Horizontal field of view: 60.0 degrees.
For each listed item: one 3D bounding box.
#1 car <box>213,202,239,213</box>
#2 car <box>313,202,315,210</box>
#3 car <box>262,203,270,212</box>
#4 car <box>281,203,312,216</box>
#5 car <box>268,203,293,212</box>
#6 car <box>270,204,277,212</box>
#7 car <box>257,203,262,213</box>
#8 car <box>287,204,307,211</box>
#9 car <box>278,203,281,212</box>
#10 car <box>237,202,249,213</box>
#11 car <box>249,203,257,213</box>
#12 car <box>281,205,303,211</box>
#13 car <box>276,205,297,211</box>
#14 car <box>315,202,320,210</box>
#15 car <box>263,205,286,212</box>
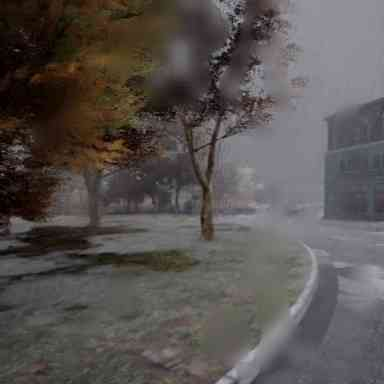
[{"bbox_3d":[5.493,3.087,60.997,4.892,1.521,2.231,0,-2,20],"label":"car"},{"bbox_3d":[28.915,4.040,87.810,5.366,1.575,1.946,0,-1,23],"label":"car"},{"bbox_3d":[13.028,3.530,70.091,5.366,1.575,1.946,0,-2,21],"label":"car"},{"bbox_3d":[17.694,3.025,56.221,2.150,2.045,5.566,0,-2,40],"label":"car"},{"bbox_3d":[21.051,3.609,78.967,5.566,2.045,2.435,0,-1,22],"label":"car"},{"bbox_3d":[15.193,3.380,72.278,5.566,2.045,2.435,0,-2,21],"label":"car"},{"bbox_3d":[11.238,3.301,67.803,4.553,1.767,2.185,0,-2,21],"label":"car"},{"bbox_3d":[27.048,3.878,85.574,4.553,1.767,2.185,0,-1,22],"label":"car"},{"bbox_3d":[17.154,3.592,74.503,4.553,1.767,2.185,0,-2,21],"label":"car"},{"bbox_3d":[7.383,2.948,63.285,5.566,2.045,2.435,0,-2,20],"label":"car"},{"bbox_3d":[9.366,3.062,65.537,5.566,2.045,2.435,0,-2,20],"label":"car"},{"bbox_3d":[25.070,3.963,83.361,5.008,1.535,2.097,0,-1,22],"label":"car"},{"bbox_3d":[23.064,3.918,81.172,4.892,1.521,2.231,0,-2,22],"label":"car"},{"bbox_3d":[31.114,4.081,89.909,5.008,1.535,2.097,0,-1,23],"label":"car"},{"bbox_3d":[19.067,3.824,76.743,4.792,1.488,2.163,0,-1,21],"label":"car"}]
